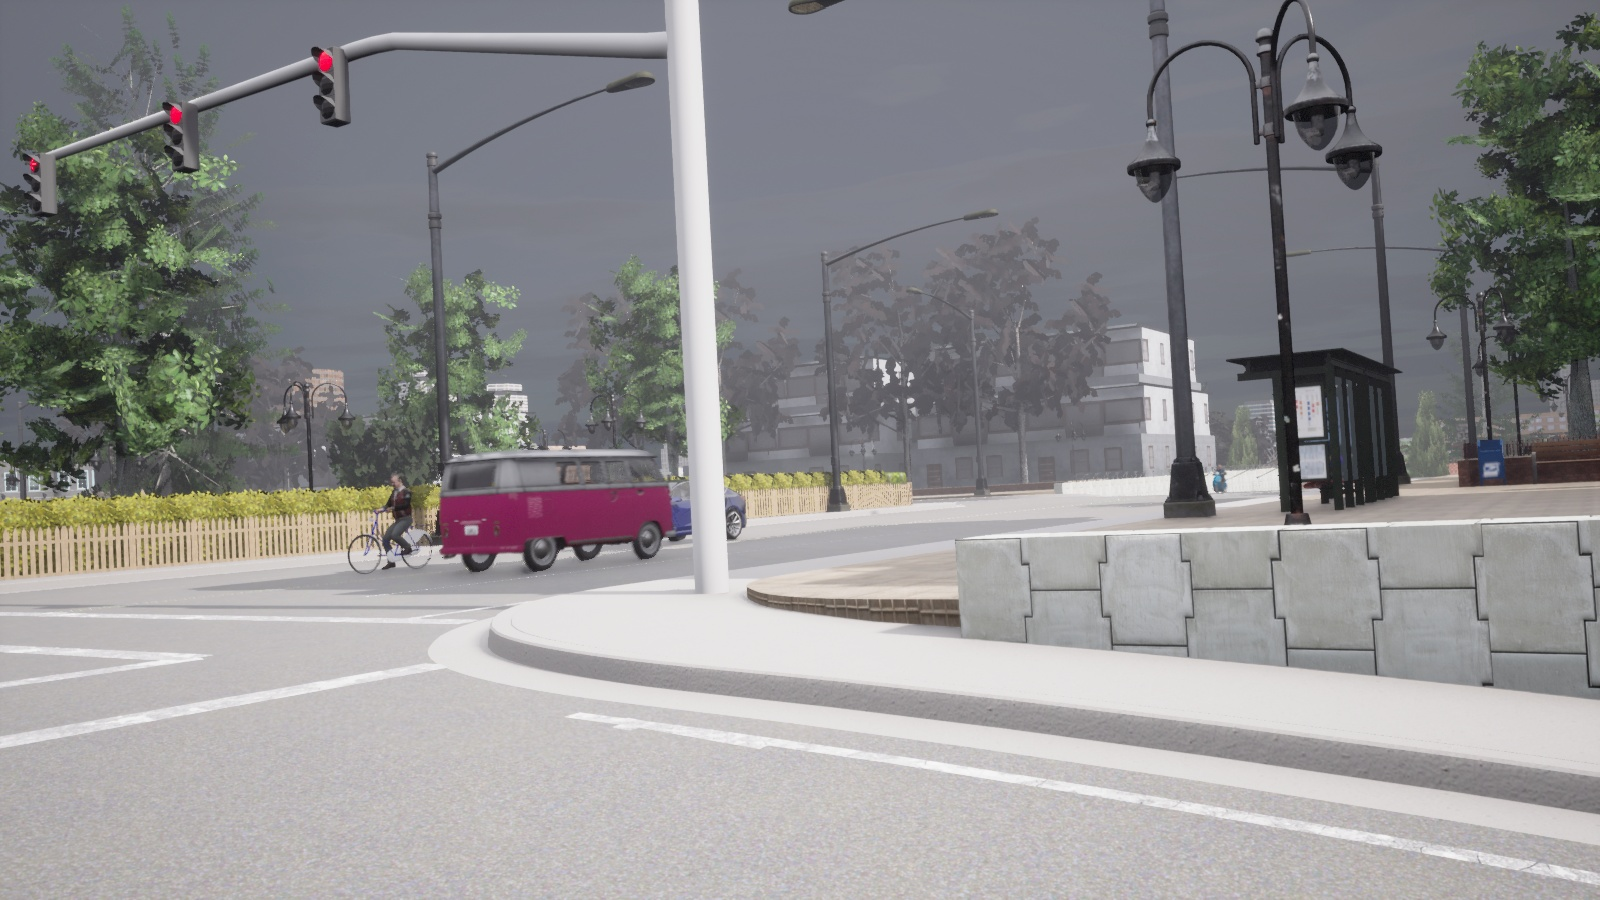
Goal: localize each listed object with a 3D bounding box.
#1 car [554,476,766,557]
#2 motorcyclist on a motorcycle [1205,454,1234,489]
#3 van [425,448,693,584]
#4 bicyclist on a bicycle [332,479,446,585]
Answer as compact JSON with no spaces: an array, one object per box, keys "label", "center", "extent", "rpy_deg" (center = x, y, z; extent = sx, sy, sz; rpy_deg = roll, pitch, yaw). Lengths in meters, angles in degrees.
[{"label":"car","center":[-3.128,1.489,29.020],"extent":[2.163,1.488,4.792],"rpy_deg":[-5,-2,34]},{"label":"motorcyclist on a motorcycle","center":[21.899,1.125,65.560],"extent":[0.866,1.590,1.817],"rpy_deg":[-5,-9,34]},{"label":"van","center":[-4.005,1.064,21.590],"extent":[1.775,1.987,4.442],"rpy_deg":[-5,-2,34]},{"label":"bicyclist on a bicycle","center":[-7.421,1.469,22.764],"extent":[0.659,1.776,1.843],"rpy_deg":[-5,-2,34]}]
